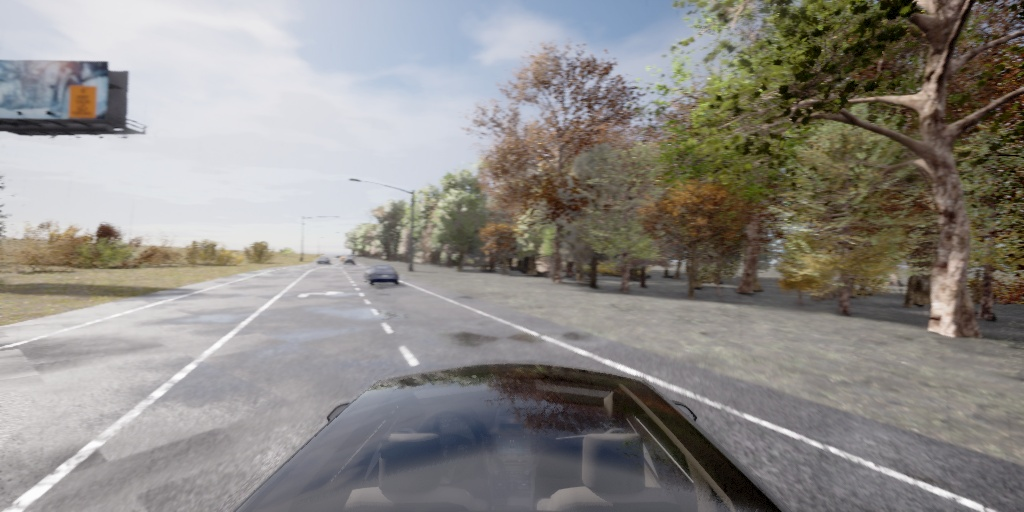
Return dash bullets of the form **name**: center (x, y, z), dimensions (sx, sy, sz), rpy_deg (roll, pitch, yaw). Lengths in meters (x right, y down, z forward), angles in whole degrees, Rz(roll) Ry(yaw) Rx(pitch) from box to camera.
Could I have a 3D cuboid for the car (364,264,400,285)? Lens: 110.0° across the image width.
- **car**: center (-9.159, 1.254, 25.141), dimensions (1.994, 1.385, 4.181), rpy_deg (2, -1, -27)
